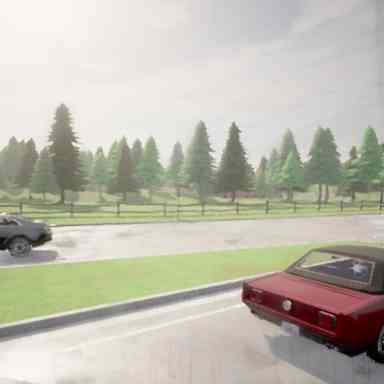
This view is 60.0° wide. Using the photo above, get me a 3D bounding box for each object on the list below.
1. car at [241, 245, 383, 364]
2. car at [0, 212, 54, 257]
[{"bbox_3d":[3.206,1.633,5.892,4.718,1.301,1.895,0,0,-35],"label":"car"},{"bbox_3d":[-7.507,1.487,11.667,4.902,1.511,2.128,0,0,-22],"label":"car"}]
